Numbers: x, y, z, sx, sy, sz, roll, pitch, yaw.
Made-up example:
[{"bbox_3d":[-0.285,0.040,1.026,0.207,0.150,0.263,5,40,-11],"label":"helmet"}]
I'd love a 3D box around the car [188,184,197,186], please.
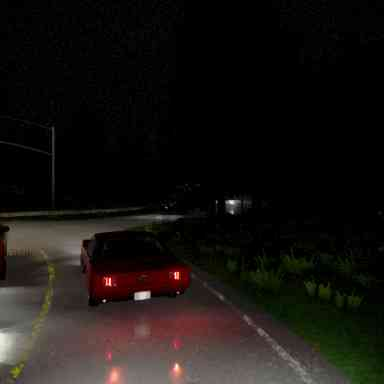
[{"bbox_3d":[0.142,-1.820,70.088,2.128,1.511,4.902,0,5,-1],"label":"car"}]

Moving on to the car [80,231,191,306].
[{"bbox_3d":[-1.678,1.601,8.145,1.895,1.301,4.718,0,0,-21],"label":"car"}]

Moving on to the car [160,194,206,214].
[{"bbox_3d":[-0.614,0.955,32.395,2.150,2.045,5.566,0,2,39],"label":"car"}]

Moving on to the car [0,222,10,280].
[{"bbox_3d":[-6.338,1.351,9.292,2.097,1.767,4.553,0,0,-28],"label":"car"}]
